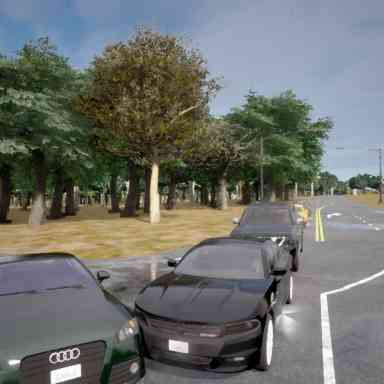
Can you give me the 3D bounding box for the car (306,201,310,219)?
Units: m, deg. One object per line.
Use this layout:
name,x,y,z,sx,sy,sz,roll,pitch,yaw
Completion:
car,7.285,1.661,23.992,1.882,1.535,5.008,-1,0,21

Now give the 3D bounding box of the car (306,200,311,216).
car,9.354,1.721,29.493,1.812,1.442,4.674,-1,0,21

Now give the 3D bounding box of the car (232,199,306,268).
car,2.887,1.458,12.343,2.150,2.045,5.566,-2,0,21

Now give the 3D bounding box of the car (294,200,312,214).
car,13.398,1.743,40.070,1.812,1.442,4.674,-1,0,21

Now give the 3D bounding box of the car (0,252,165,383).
car,-2.294,1.642,4.914,1.994,1.385,4.181,1,-2,-33

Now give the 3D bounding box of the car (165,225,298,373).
car,0.754,1.612,6.206,1.882,1.535,5.008,-1,-2,21

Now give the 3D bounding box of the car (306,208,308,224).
car,5.125,1.772,18.242,1.895,1.301,4.718,-1,0,21
